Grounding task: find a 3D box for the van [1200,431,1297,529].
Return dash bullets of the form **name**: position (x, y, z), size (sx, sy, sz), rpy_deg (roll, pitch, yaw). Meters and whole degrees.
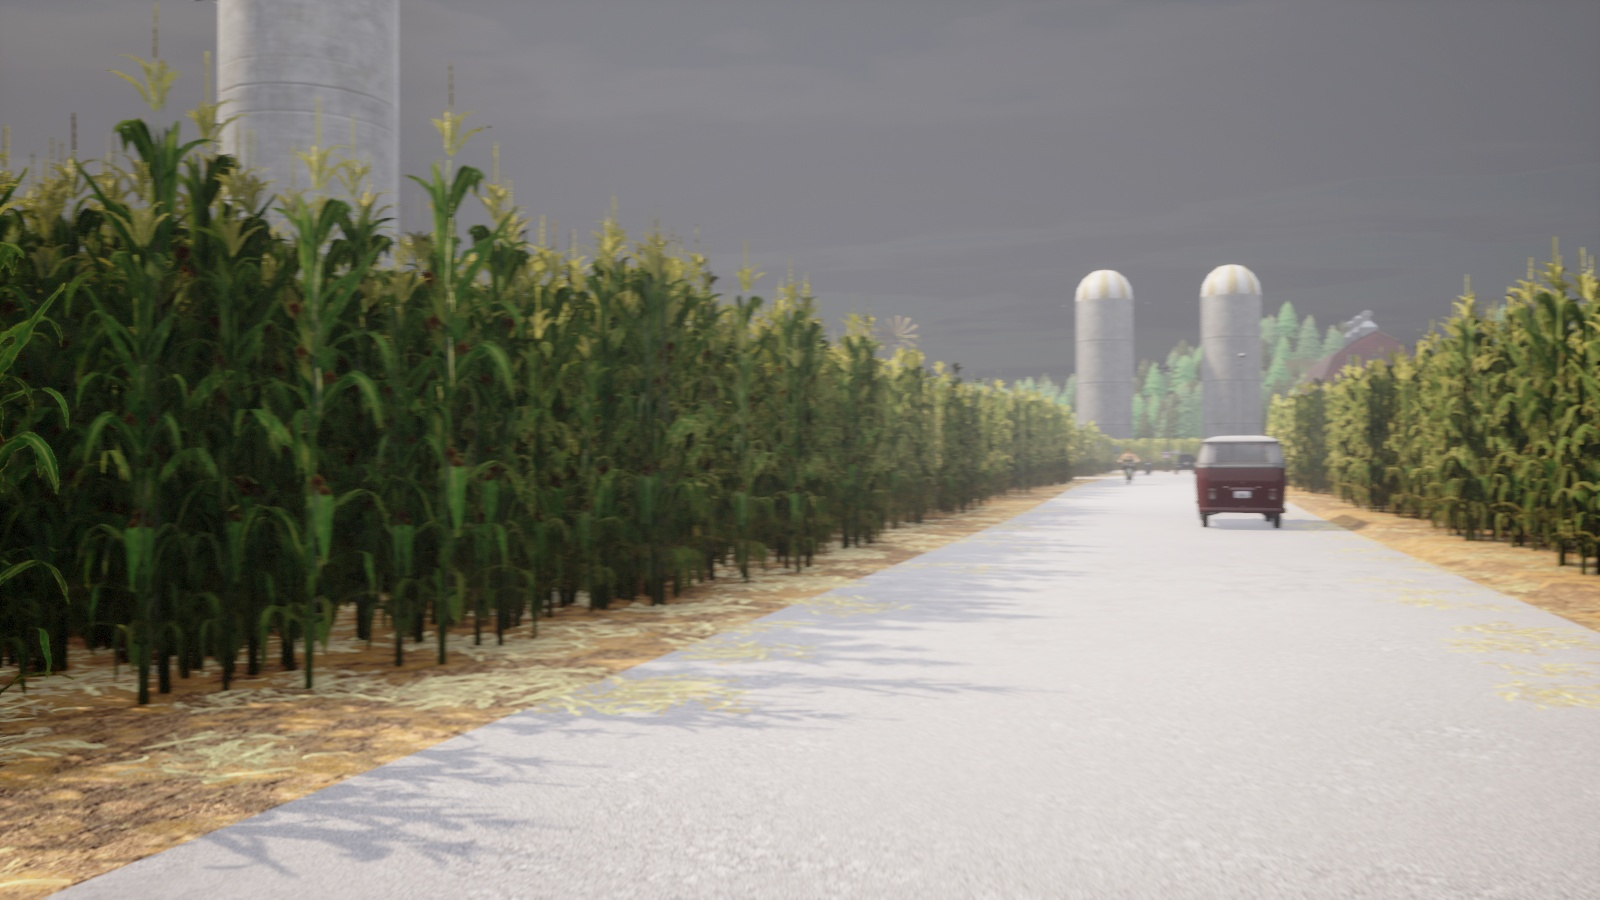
- **van**: position (9.907, 0.617, 27.996), size (1.775, 1.987, 4.442), rpy_deg (0, 0, 17)
